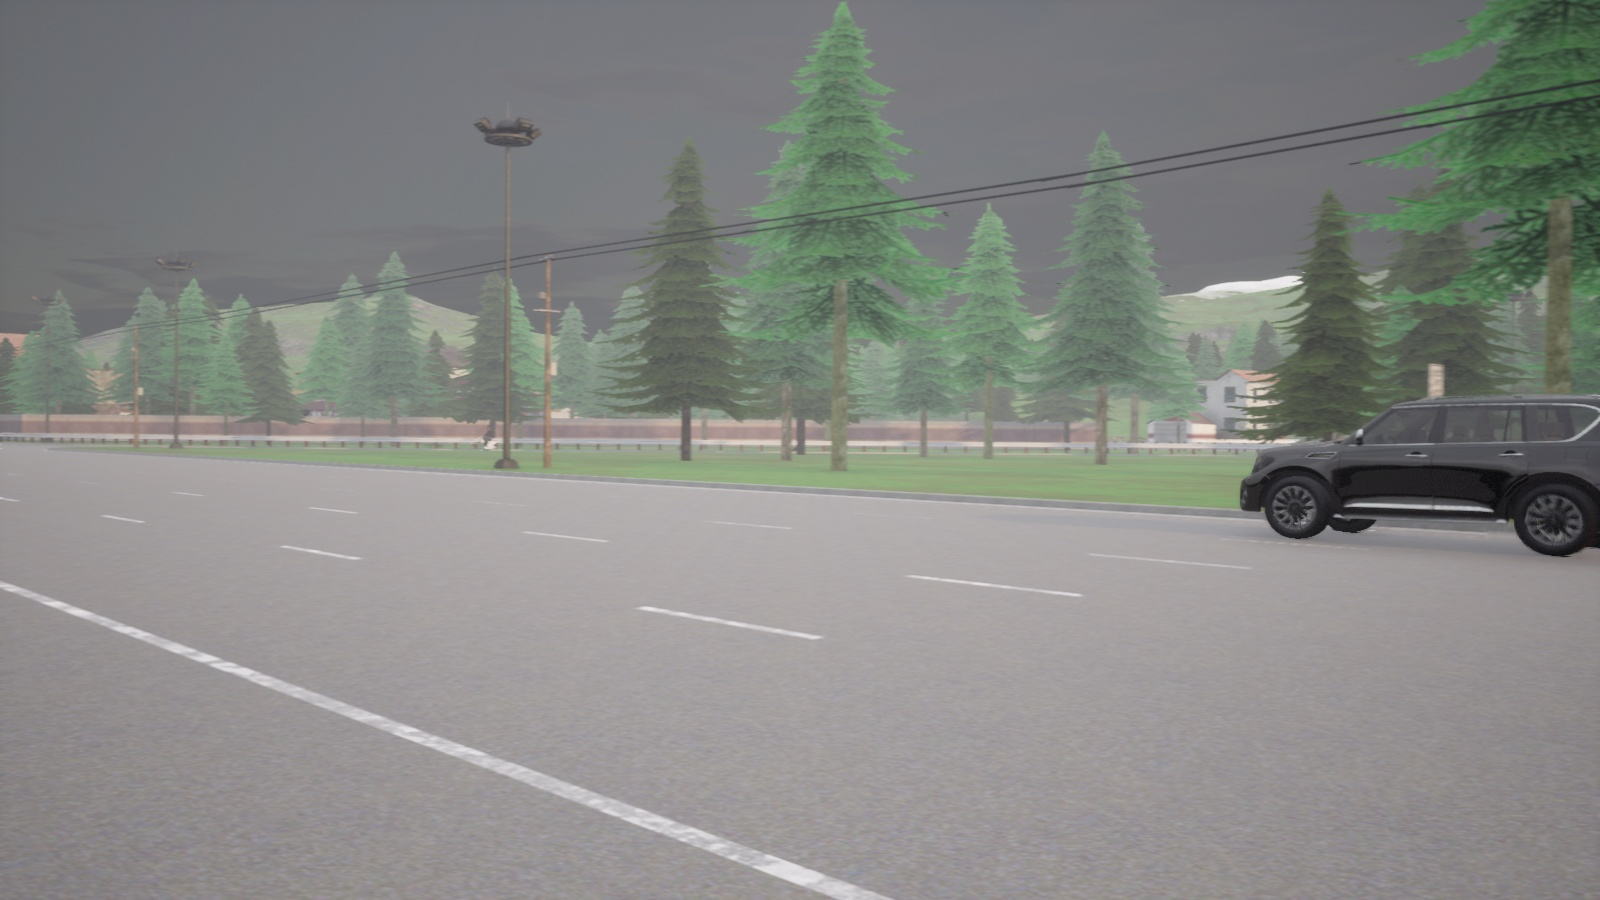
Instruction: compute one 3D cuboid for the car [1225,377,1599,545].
[{"bbox_3d":[9.058,0.117,17.463,2.150,2.045,5.566,-1,1,-45],"label":"car"}]
